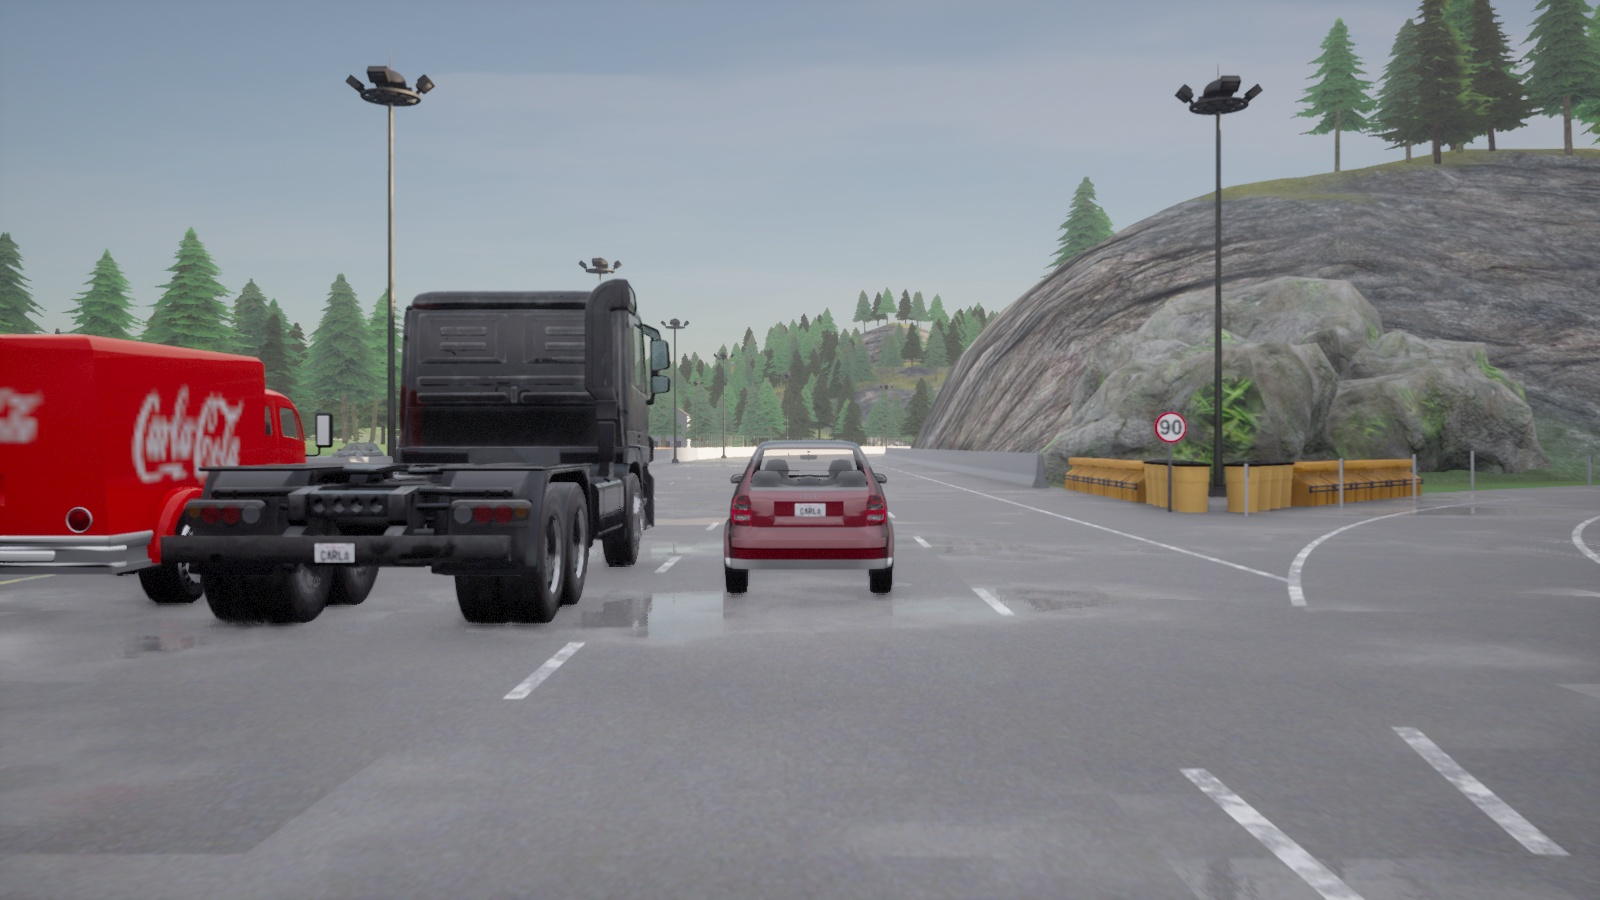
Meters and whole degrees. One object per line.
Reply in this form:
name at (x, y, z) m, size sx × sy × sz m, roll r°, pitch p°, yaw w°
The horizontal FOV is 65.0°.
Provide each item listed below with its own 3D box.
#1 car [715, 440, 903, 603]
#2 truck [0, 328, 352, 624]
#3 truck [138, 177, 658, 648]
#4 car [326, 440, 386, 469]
car at (0.094, 0.669, 13.818) m, size 1.789 × 1.549 × 3.705 m, roll 0°, pitch 0°, yaw 0°
truck at (-6.910, 0.202, 13.054) m, size 2.627 × 2.467 × 5.204 m, roll 0°, pitch 0°, yaw 0°
truck at (-3.408, -0.292, 13.220) m, size 2.891 × 3.462 × 7.936 m, roll 0°, pitch 0°, yaw 0°
car at (-27.535, 0.265, 77.998) m, size 2.097 × 1.767 × 4.553 m, roll 0°, pitch 0°, yaw 0°
